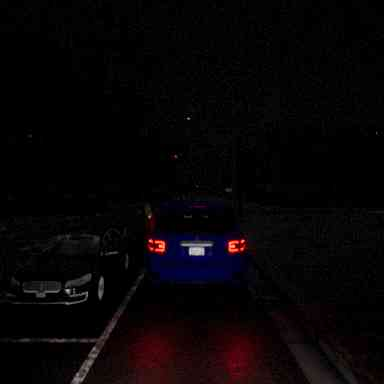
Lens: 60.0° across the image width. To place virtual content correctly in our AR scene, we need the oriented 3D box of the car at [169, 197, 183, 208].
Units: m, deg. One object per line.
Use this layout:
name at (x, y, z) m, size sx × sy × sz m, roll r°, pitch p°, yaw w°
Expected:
car at (-2.465, 1.529, 51.558) m, size 1.967 × 1.590 × 4.097 m, roll 0°, pitch 0°, yaw 0°

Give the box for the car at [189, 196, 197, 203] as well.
car at (0.260, 1.676, 75.658) m, size 1.882 × 1.535 × 5.008 m, roll 0°, pitch 0°, yaw 0°

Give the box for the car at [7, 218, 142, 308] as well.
car at (-2.612, 1.549, 7.946) m, size 2.008 × 1.369 × 4.403 m, roll 0°, pitch 0°, yaw 0°

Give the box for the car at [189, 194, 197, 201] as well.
car at (0.296, 1.459, 86.049) m, size 2.097 × 1.767 × 4.553 m, roll 0°, pitch 0°, yaw 0°

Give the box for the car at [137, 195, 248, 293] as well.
car at (0.124, 1.220, 8.991) m, size 2.150 × 2.045 × 5.566 m, roll 0°, pitch 0°, yaw 1°

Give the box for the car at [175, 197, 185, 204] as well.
car at (-2.406, 1.749, 68.624) m, size 1.802 × 1.307 × 4.206 m, roll 0°, pitch 0°, yaw 0°

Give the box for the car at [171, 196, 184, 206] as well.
car at (-2.445, 1.552, 57.246) m, size 1.967 × 1.590 × 4.097 m, roll 0°, pitch 0°, yaw 0°

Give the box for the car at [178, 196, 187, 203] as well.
car at (-2.368, 1.783, 80.000) m, size 2.008 × 1.369 × 4.403 m, roll 0°, pitch 0°, yaw 0°

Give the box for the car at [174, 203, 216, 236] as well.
car at (0.187, 1.496, 19.531) m, size 2.128 × 1.511 × 4.902 m, roll 0°, pitch 0°, yaw 1°

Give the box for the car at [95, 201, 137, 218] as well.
car at (-2.594, 1.315, 13.410) m, size 2.192 × 1.841 × 5.009 m, roll 0°, pitch 0°, yaw 0°
